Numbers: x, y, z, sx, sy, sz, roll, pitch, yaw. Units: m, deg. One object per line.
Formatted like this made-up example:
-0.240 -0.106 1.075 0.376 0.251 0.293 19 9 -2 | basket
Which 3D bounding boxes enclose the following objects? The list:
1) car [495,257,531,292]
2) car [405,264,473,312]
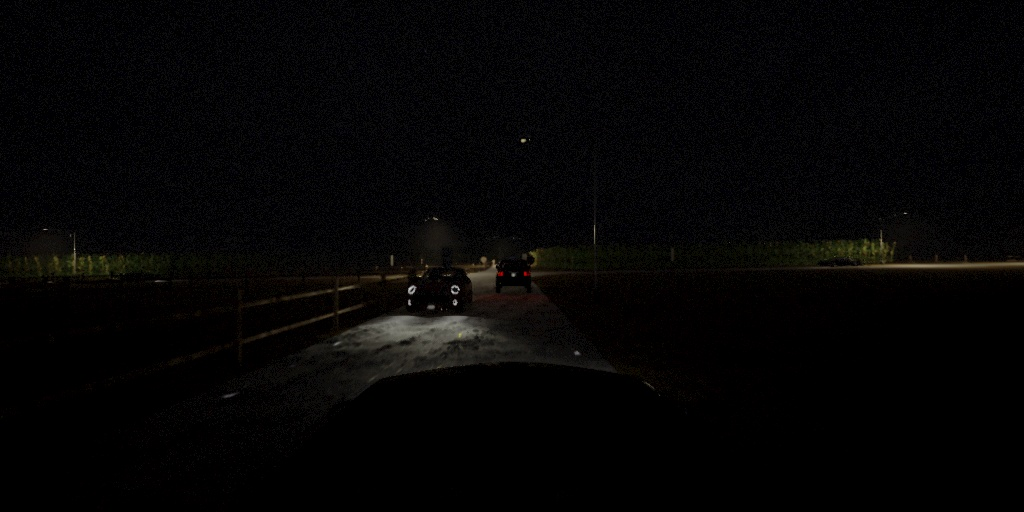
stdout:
0.089 1.201 23.411 2.150 2.045 5.566 0 0 0 | car
-2.848 1.241 14.898 2.097 1.767 4.553 0 -1 0 | car
